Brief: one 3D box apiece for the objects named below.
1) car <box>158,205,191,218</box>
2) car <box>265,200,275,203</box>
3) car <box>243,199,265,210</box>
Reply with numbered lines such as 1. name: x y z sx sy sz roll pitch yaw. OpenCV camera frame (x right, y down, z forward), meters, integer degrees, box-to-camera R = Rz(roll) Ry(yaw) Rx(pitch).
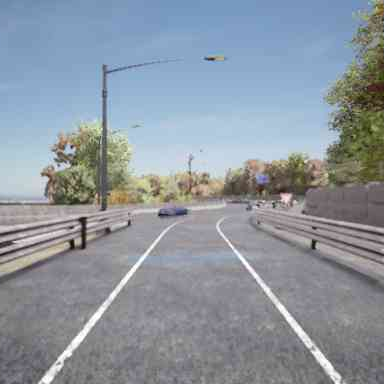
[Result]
1. car: -1.910 2.144 37.526 1.994 1.385 4.181 -1 -1 37
2. car: 18.543 2.739 80.808 2.097 1.767 4.553 0 -1 13
3. car: 11.134 2.510 59.389 1.812 1.442 4.674 0 -1 25
